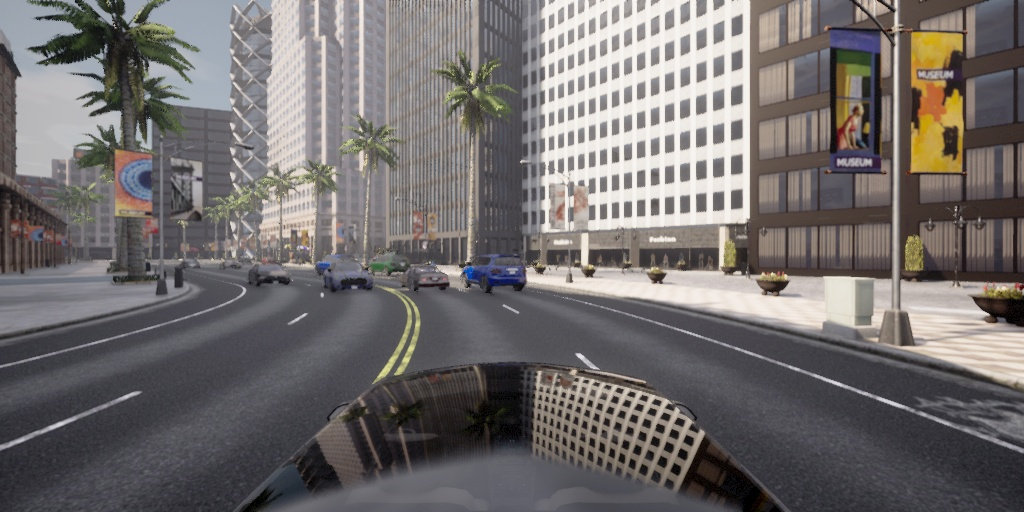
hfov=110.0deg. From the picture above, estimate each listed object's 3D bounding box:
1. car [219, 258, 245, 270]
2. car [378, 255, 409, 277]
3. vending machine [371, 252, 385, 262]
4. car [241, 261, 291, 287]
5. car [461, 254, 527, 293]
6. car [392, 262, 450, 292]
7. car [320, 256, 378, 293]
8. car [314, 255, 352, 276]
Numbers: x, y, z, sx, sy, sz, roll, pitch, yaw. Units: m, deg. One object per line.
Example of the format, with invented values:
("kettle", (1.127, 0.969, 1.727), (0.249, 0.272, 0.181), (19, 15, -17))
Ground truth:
("car", (-39.144, 1.226, 49.837), (4.181, 1.385, 1.994), (0, 0, 43))
("car", (-11.905, 0.910, 34.638), (5.566, 2.045, 2.150), (0, 0, 45))
("vending machine", (-19.205, 0.853, 51.285), (0.880, 2.100, 1.100), (0, 0, 42))
("car", (-16.575, 1.256, 24.327), (2.033, 1.411, 5.357), (0, 0, -43))
("car", (-1.159, 0.935, 20.615), (2.150, 2.045, 5.566), (0, 0, -26))
("car", (-5.340, 1.260, 21.236), (2.033, 1.411, 5.357), (0, 0, -29))
("car", (-9.498, 1.067, 20.707), (2.097, 1.767, 4.553), (0, 0, -33))
("car", (-17.046, 0.911, 34.705), (5.566, 2.045, 2.150), (0, 0, 43))
